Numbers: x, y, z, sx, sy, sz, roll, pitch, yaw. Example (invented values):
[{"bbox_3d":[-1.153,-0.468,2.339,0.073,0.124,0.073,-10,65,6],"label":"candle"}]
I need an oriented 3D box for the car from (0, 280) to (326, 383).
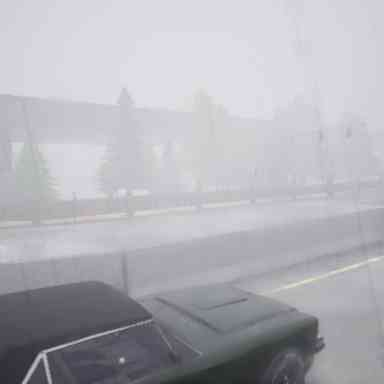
[{"bbox_3d":[-0.818,1.595,3.175,4.718,1.301,1.895,0,0,-35],"label":"car"}]
